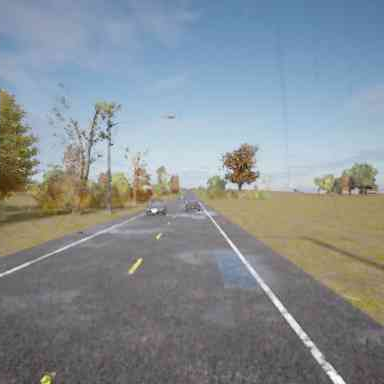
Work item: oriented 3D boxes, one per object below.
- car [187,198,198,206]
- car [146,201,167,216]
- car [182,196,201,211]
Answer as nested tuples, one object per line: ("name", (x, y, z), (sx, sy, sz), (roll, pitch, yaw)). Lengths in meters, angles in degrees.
("car", (0.116, 1.833, 62.961), (1.994, 1.385, 4.181), (0, 0, 0))
("car", (-3.583, 1.644, 34.160), (2.128, 1.511, 4.902), (0, 0, 0))
("car", (0.111, 1.684, 43.767), (2.128, 1.511, 4.902), (0, 0, 0))
